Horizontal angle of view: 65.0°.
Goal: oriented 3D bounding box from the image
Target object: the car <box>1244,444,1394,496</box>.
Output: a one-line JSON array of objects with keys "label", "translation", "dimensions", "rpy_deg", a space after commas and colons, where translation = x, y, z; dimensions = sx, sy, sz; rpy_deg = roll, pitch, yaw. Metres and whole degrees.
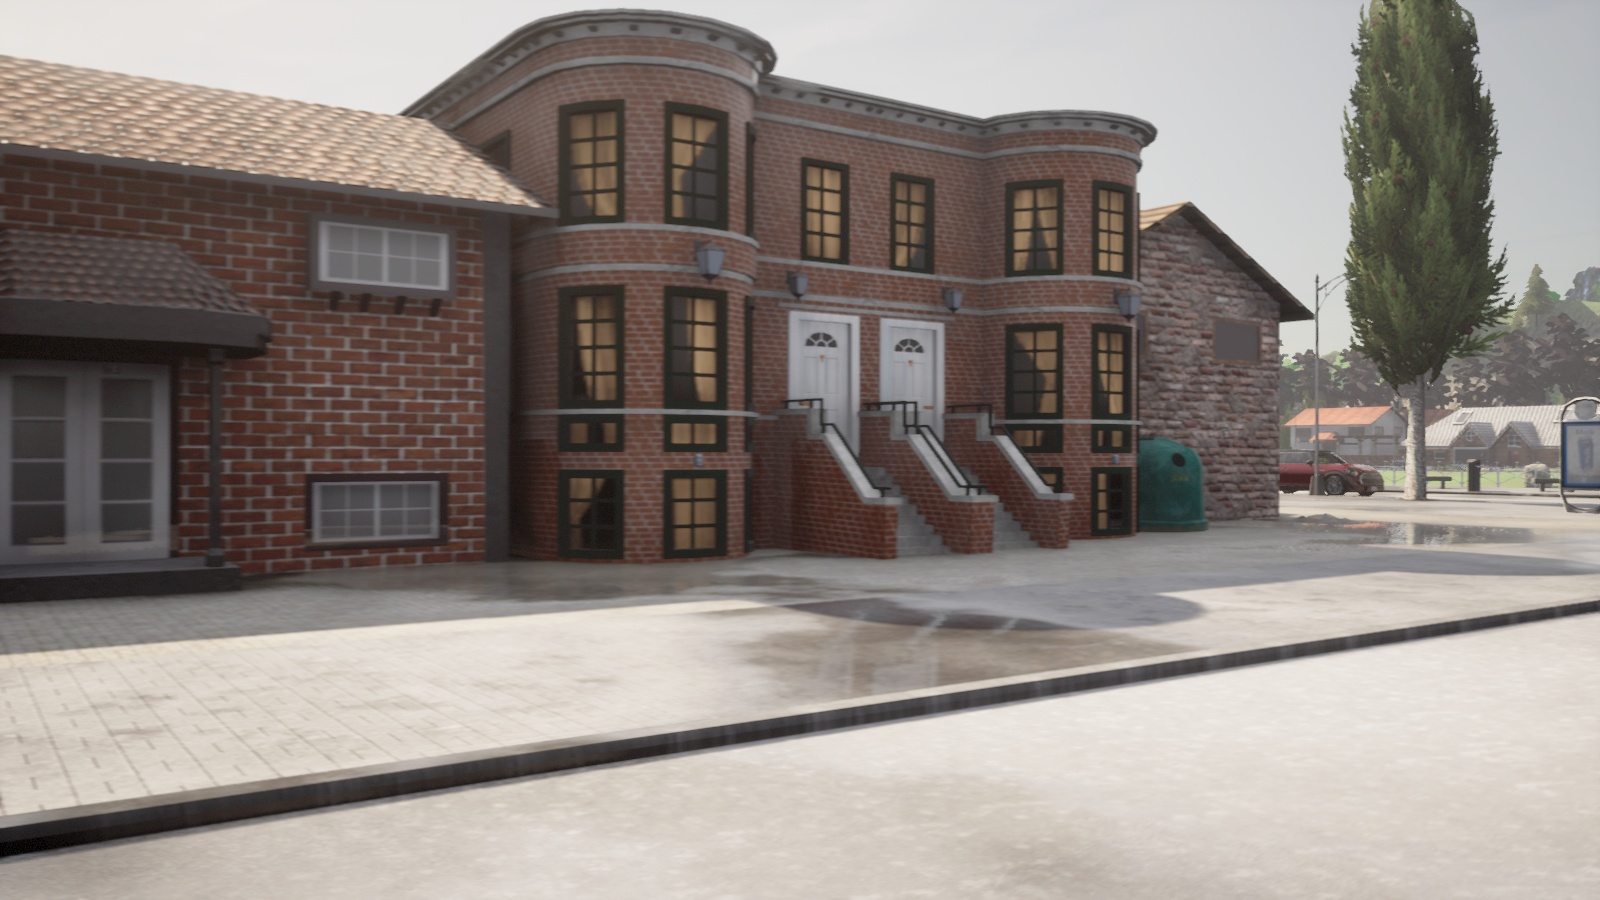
[{"label": "car", "translation": [18.448, 0.674, 44.825], "dimensions": [2.097, 1.767, 4.553], "rpy_deg": [0, 0, -35]}]
